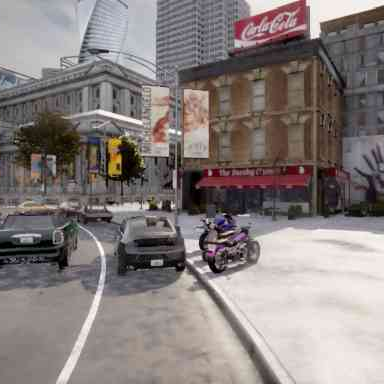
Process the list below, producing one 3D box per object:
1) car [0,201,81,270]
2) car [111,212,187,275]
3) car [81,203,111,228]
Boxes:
[{"bbox_3d":[-5.093,1.349,11.204,2.097,1.767,4.553,0,0,-15],"label":"car"},{"bbox_3d":[-1.487,1.504,10.572,1.837,1.490,4.892,0,0,-15],"label":"car"},{"bbox_3d":[-7.348,1.590,24.614,1.895,1.301,4.718,0,0,-28],"label":"car"}]
